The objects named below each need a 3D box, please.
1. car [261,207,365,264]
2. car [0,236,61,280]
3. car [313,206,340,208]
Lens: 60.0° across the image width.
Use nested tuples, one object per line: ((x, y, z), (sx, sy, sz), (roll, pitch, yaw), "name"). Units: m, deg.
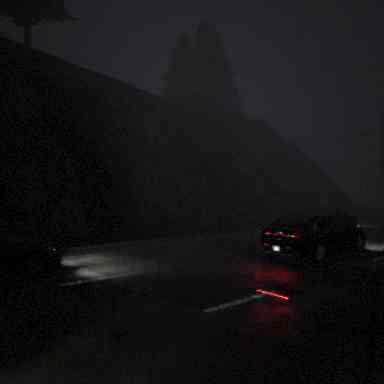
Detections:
((4.492, 1.517, 12.011), (4.892, 1.490, 1.837), (0, 0, -40), "car")
((-5.785, 1.544, 8.337), (4.674, 1.442, 1.812), (0, 0, -36), "car")
((8.194, 1.567, 20.078), (5.357, 1.411, 2.033), (0, 0, -45), "car")
